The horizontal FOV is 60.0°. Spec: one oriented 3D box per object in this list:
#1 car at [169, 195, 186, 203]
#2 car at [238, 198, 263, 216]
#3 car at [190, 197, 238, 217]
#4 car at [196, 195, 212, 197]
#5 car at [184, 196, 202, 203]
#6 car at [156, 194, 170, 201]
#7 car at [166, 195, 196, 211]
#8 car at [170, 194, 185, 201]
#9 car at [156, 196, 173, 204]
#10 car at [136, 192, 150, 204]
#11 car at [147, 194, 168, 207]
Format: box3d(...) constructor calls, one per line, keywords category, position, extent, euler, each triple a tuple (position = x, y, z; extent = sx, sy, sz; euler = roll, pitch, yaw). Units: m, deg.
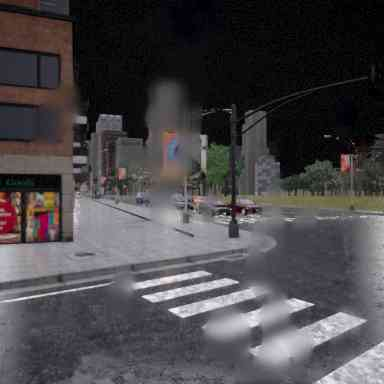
box3d(category="car", position=(-2.851, 1.343, 62.875), extent=(1.812, 1.442, 4.674), euler=(0, 0, -20))
box3d(category="car", position=(4.975, 1.375, 32.203), extent=(1.882, 1.535, 5.008), euler=(0, 0, -21))
box3d(category="car", position=(1.903, 1.457, 31.062), extent=(2.033, 1.411, 5.357), euler=(0, 0, -20))
box3d(category="car", position=(1.802, 1.229, 40.685), extent=(2.097, 1.767, 4.553), euler=(0, 0, -20))
box3d(category="car", position=(0.187, 1.406, 64.032), extent=(1.895, 1.301, 4.718), euler=(0, 0, -20))
box3d(category="car", position=(-6.313, 1.201, 72.216), extent=(1.837, 1.490, 4.892), euler=(0, 0, -20))
box3d(category="car", position=(-1.301, 1.453, 39.699), extent=(1.994, 1.385, 4.181), euler=(0, 0, -20))
box3d(category="car", position=(-3.266, 1.167, 73.345), extent=(1.882, 1.535, 5.008), euler=(0, 0, -20))
box3d(category="car", position=(-4.959, 1.399, 59.014), extent=(1.994, 1.385, 4.181), euler=(0, 0, -20))
box3d(category="car", position=(-8.422, 1.066, 59.041), extent=(2.150, 2.045, 5.566), euler=(0, 0, -20))
box3d(category="car", position=(-4.764, 1.431, 49.057), extent=(1.994, 1.385, 4.181), euler=(0, 0, -21))
